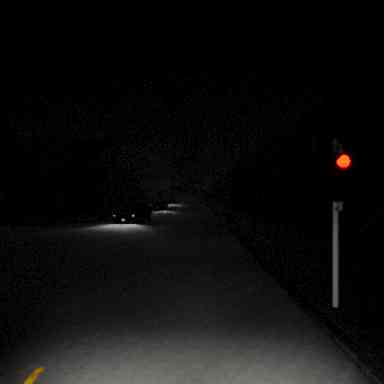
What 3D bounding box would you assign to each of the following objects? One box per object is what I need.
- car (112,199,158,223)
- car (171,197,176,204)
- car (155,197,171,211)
[{"bbox_3d":[-4.389,1.528,25.450,2.033,1.411,5.357,0,0,7],"label":"car"},{"bbox_3d":[-3.950,1.553,62.232,1.895,1.301,4.718,0,0,1],"label":"car"},{"bbox_3d":[-4.041,1.494,41.035,1.812,1.442,4.674,0,0,0],"label":"car"}]
